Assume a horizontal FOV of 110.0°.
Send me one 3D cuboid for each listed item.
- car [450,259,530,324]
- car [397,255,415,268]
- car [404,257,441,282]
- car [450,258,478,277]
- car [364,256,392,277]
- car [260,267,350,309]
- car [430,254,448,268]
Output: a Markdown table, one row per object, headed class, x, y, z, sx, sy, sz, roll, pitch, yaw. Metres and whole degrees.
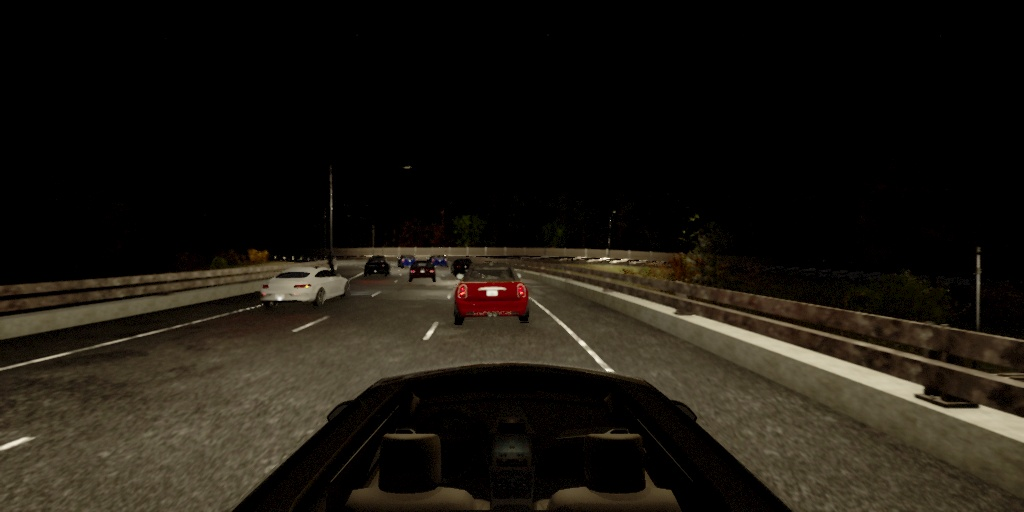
| class | x | y | z | sx | sy | sz | roll | pitch | yaw |
| --- | --- | --- | --- | --- | --- | --- | --- | --- | --- |
| car | -0.729 | 0.985 | 11.657 | 2.097 | 1.767 | 4.553 | 0 | 1 | -6 |
| car | -13.429 | 0.610 | 46.056 | 2.097 | 1.767 | 4.553 | -1 | 1 | -24 |
| car | -6.435 | 1.028 | 25.842 | 2.033 | 1.411 | 5.357 | 0 | 1 | -14 |
| car | -4.196 | 0.938 | 30.910 | 1.812 | 1.442 | 4.674 | 0 | 1 | -15 |
| car | -11.220 | 0.936 | 30.040 | 2.128 | 1.511 | 4.902 | 0 | 1 | -16 |
| car | -8.030 | 1.150 | 14.265 | 1.812 | 1.442 | 4.674 | 0 | 1 | -7 |
| car | -9.795 | 0.593 | 46.479 | 2.097 | 1.767 | 4.553 | -1 | 1 | -23 |
